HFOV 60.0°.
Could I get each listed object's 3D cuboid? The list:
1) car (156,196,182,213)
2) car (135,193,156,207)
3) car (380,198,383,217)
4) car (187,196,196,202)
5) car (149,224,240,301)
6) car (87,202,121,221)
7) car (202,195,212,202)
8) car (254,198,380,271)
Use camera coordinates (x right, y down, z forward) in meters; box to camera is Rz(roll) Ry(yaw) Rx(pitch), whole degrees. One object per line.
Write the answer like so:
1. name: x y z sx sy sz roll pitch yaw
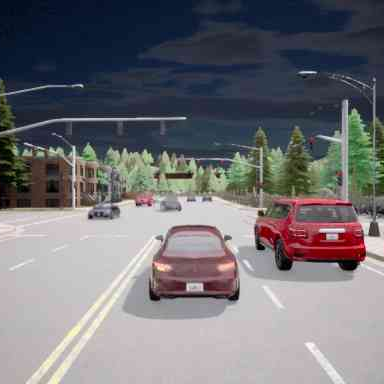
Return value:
1. car: -2.538 1.507 38.014 1.837 1.490 4.892 -1 0 -15
2. car: -7.202 1.221 50.474 2.150 2.045 5.566 0 0 0
3. car: 18.316 1.505 28.785 4.892 1.490 1.837 0 0 0
4. car: -0.165 1.553 74.595 1.994 1.385 4.181 0 0 0
5. car: 0.045 1.526 8.205 1.812 1.442 4.674 0 0 0
6. car: -7.163 1.564 27.511 1.994 1.385 4.181 0 0 0
7. car: 3.342 1.355 74.368 2.097 1.767 4.553 0 0 0
8. car: 3.551 1.221 11.086 2.150 2.045 5.566 0 0 0
